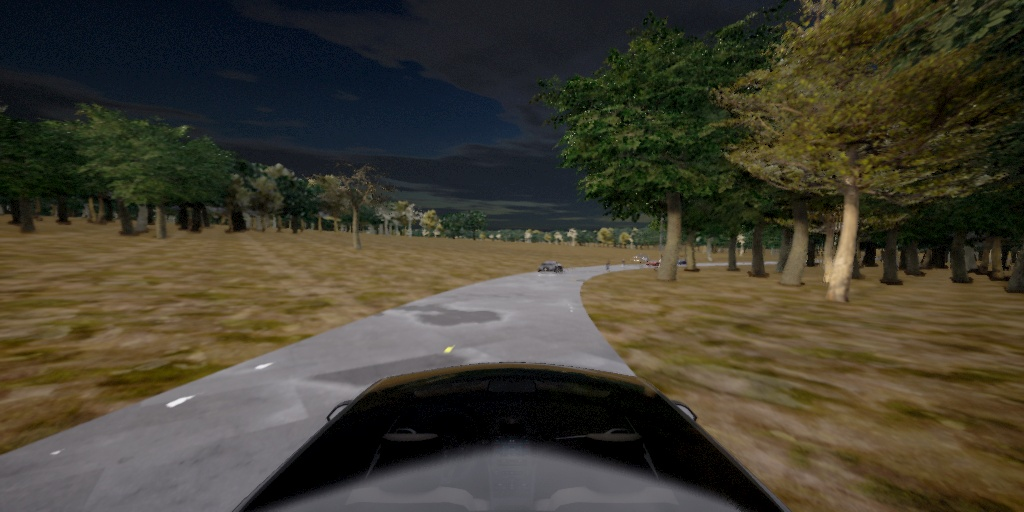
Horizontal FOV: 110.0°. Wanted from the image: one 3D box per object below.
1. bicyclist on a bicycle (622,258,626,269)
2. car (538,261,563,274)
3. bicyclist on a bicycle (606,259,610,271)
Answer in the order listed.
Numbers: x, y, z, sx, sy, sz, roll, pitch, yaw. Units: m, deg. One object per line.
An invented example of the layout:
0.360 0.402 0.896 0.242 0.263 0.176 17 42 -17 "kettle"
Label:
17.982 1.202 57.604 0.659 1.776 1.843 3 2 34 "bicyclist on a bicycle"
4.288 1.200 39.503 1.994 1.385 4.181 2 1 22 "car"
13.455 1.258 50.137 0.582 1.620 1.656 3 1 29 "bicyclist on a bicycle"
